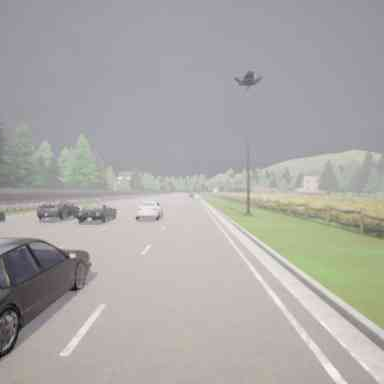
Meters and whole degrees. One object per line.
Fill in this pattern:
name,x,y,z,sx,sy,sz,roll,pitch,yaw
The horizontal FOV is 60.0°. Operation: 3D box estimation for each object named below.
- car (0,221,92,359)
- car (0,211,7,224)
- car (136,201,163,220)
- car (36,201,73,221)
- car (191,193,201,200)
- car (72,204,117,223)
car,-3.400,1.531,5.845,2.033,1.411,5.357,0,0,0
car,-13.902,1.488,20.865,2.033,1.411,5.357,0,0,0
car,-3.417,1.449,27.216,1.812,1.442,4.674,0,0,0
car,-10.403,1.418,26.175,2.128,1.511,4.902,0,0,0
car,1.214,1.291,83.959,1.812,1.442,4.674,0,0,0
car,-6.903,1.531,24.622,1.895,1.301,4.718,0,0,0
